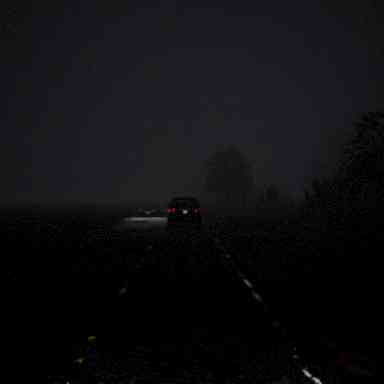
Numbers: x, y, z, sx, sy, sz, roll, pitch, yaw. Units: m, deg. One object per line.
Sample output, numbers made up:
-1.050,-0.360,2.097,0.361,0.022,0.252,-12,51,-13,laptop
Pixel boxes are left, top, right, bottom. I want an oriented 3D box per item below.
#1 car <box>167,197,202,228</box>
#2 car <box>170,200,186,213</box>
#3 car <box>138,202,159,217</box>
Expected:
-0.562,1.337,23.104,2.150,2.045,5.566,0,0,-3,car
-1.795,1.709,40.855,1.837,1.490,4.892,0,-1,-5,car
-4.304,1.696,33.412,1.812,1.442,4.674,0,-1,-4,car
